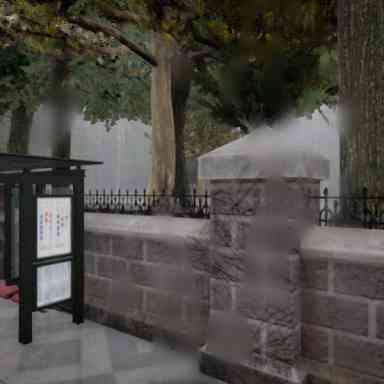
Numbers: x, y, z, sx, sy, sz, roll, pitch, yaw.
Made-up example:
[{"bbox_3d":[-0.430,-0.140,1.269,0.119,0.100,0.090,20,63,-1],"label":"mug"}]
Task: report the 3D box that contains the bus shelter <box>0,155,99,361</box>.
[{"bbox_3d":[-3.746,0.876,6.097,3.880,2.740,1.920,0,0,36],"label":"bus shelter"}]
